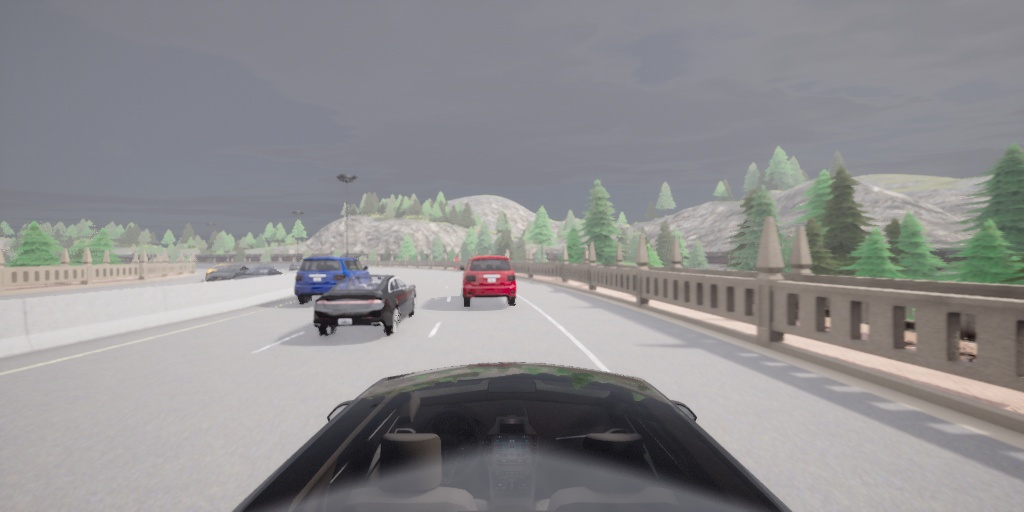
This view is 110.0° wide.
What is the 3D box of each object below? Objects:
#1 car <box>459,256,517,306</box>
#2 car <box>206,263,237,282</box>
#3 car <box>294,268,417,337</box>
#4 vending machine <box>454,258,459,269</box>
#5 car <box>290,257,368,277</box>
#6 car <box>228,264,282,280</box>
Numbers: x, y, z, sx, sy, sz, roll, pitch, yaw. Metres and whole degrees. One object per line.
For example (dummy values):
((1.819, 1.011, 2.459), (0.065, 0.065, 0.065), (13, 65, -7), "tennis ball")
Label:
((-1.164, 1.030, 16.294), (2.150, 2.045, 5.566), (0, 0, -8), "car")
((-22.124, 1.486, 28.382), (1.837, 1.490, 4.892), (0, 0, -19), "car")
((-4.030, 1.290, 10.582), (2.128, 1.511, 4.902), (0, 0, -5), "car")
((-9.312, 1.277, 61.017), (1.100, 2.100, 0.880), (0, 0, -32), "vending machine")
((-8.381, 1.068, 17.288), (2.150, 2.045, 5.566), (0, 0, -9), "car")
((-17.488, 1.497, 25.012), (1.994, 1.385, 4.181), (0, 0, -16), "car")
